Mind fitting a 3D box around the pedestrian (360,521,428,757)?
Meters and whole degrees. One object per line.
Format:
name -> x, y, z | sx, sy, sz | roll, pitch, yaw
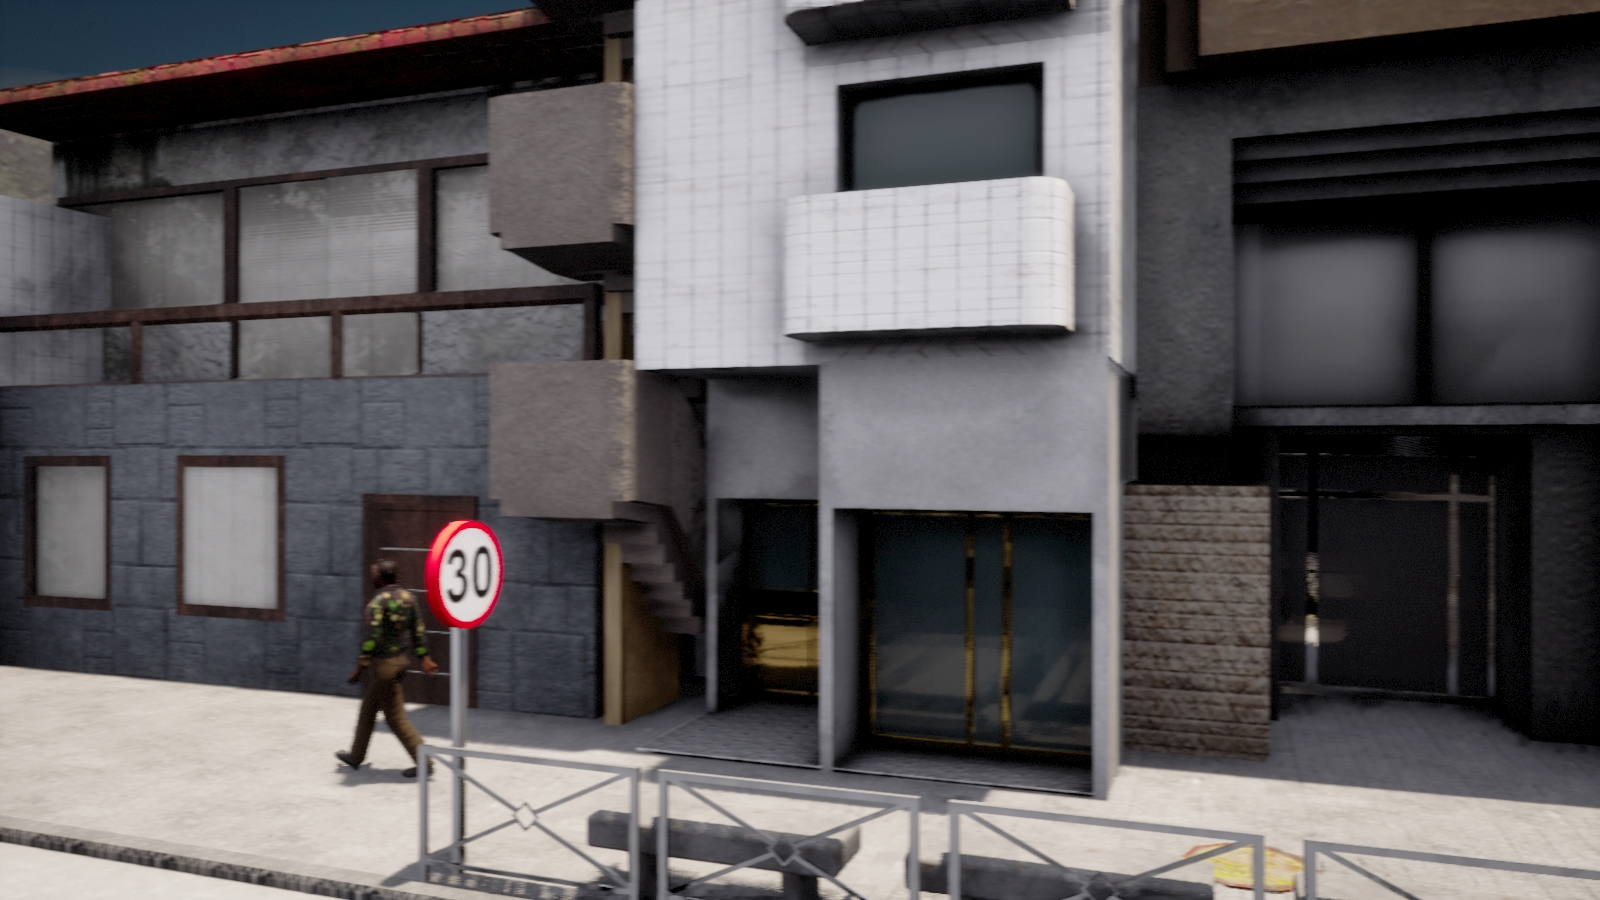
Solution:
pedestrian -> -3.330, 1.524, 9.377 | 0.375, 1.860, 0.375 | 0, 0, 17
